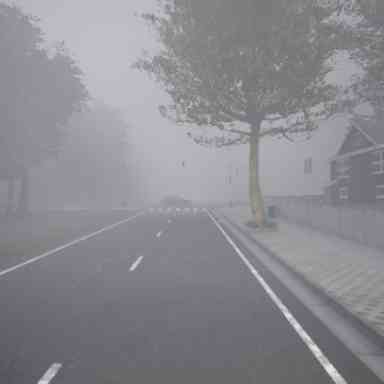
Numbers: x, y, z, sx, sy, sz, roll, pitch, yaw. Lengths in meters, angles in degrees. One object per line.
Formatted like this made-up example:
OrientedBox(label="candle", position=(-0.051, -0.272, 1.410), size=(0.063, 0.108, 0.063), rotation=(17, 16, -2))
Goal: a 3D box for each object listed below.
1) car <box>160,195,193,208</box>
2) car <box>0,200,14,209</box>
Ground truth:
OrientedBox(label="car", position=(-2.109, 1.252, 46.683), size=(4.553, 1.767, 2.097), rotation=(-1, -1, 0))
OrientedBox(label="car", position=(-27.494, 1.836, 46.767), size=(4.892, 1.490, 1.837), rotation=(1, -1, 0))
